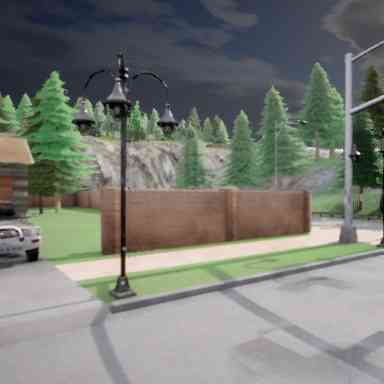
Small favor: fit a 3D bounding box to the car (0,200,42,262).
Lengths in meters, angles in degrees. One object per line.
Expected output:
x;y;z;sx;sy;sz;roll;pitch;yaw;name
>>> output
-6.352;1.177;10.808;1.932;1.855;4.605;0;0;-36;car
